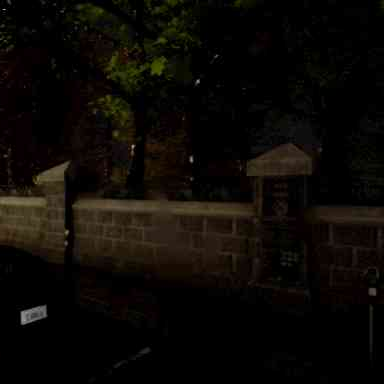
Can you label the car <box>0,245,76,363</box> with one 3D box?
[{"bbox_3d":[-3.636,1.537,5.316,4.313,1.339,1.947,0,0,35],"label":"car"}]
